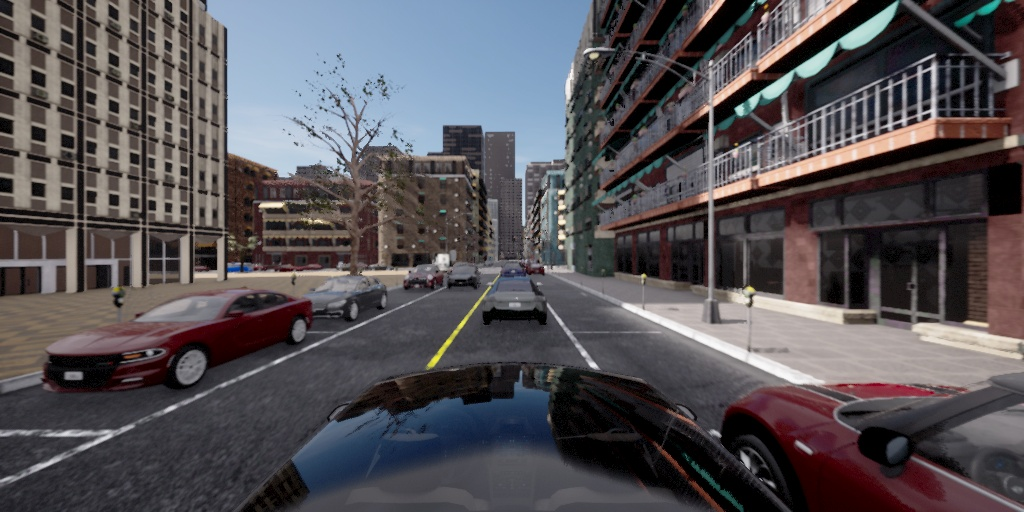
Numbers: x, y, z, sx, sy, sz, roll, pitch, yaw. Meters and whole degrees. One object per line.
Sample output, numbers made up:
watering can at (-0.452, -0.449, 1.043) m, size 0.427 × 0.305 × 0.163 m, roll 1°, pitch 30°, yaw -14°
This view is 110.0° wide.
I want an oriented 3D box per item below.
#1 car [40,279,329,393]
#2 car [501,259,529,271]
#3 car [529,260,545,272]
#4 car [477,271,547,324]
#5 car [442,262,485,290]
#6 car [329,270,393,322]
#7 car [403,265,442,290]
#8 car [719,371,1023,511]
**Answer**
car at (-5.690, 1.322, 6.901) m, size 1.888 × 1.381 × 4.507 m, roll 0°, pitch 0°, yaw 0°
car at (0.101, 1.259, 30.840) m, size 2.097 × 1.767 × 4.553 m, roll 0°, pitch 0°, yaw 0°
car at (2.699, 1.504, 40.063) m, size 1.888 × 1.381 × 4.507 m, roll 0°, pitch 0°, yaw 0°
car at (0.089, 1.370, 12.222) m, size 1.994 × 1.385 × 4.181 m, roll 0°, pitch 0°, yaw 0°
car at (-3.094, 1.372, 23.911) m, size 1.837 × 1.490 × 4.892 m, roll 0°, pitch 0°, yaw 0°
car at (-5.689, 1.356, 12.429) m, size 2.007 × 1.370 × 4.403 m, roll 0°, pitch 0°, yaw 0°
car at (-5.686, 1.305, 23.484) m, size 1.967 × 1.591 × 4.097 m, roll 0°, pitch 0°, yaw 0°
car at (2.690, 1.188, 1.372) m, size 1.967 × 1.591 × 4.097 m, roll 0°, pitch 0°, yaw 0°
